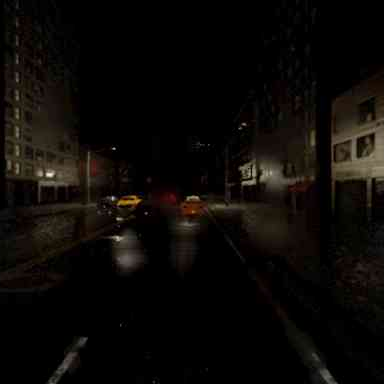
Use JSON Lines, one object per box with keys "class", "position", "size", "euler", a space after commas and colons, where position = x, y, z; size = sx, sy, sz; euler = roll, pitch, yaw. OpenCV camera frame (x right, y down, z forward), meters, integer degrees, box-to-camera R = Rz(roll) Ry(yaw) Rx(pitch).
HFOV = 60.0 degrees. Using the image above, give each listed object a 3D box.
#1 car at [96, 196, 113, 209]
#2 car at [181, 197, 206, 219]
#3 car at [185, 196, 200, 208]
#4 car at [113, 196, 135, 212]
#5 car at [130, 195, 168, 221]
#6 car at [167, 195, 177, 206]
{"class": "car", "position": [-9.779, 1.221, 39.712], "size": [2.033, 1.411, 5.357], "euler": [0, 0, 1]}
{"class": "car", "position": [0.093, 1.255, 26.907], "size": [1.882, 1.535, 5.008], "euler": [0, 1, 0]}
{"class": "car", "position": [0.095, 1.249, 42.800], "size": [1.895, 1.301, 4.718], "euler": [0, 0, 0]}
{"class": "car", "position": [-6.565, 1.188, 35.064], "size": [1.882, 1.535, 5.008], "euler": [0, 0, 0]}
{"class": "car", "position": [-3.142, 1.268, 25.300], "size": [1.882, 1.535, 5.008], "euler": [0, 1, 0]}
{"class": "car", "position": [-3.142, 1.141, 46.801], "size": [1.812, 1.442, 4.674], "euler": [0, 0, 0]}
